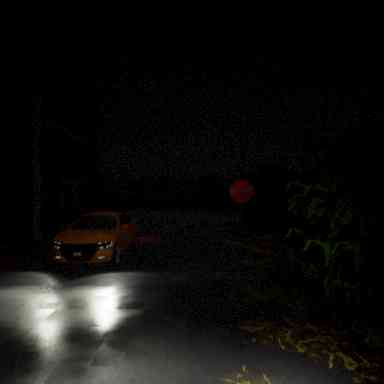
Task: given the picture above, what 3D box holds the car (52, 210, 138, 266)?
[{"bbox_3d":[-3.139,1.432,11.665,1.882,1.535,5.008,0,0,1],"label":"car"}]
